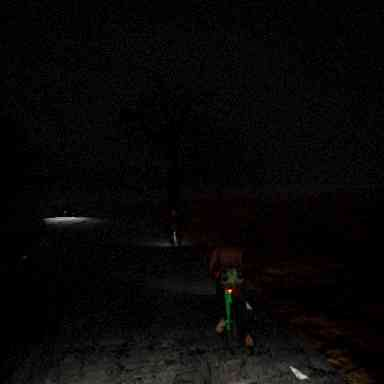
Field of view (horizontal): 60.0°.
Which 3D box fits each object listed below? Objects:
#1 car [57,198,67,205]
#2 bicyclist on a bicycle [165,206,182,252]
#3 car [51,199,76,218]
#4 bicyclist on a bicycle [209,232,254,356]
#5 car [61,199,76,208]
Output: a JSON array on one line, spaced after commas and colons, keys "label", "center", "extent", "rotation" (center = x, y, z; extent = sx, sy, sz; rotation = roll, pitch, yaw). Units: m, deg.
[{"label": "car", "center": [-27.178, 2.037, 69.688], "extent": [1.895, 1.301, 4.718], "rotation": [0, 0, -19]}, {"label": "bicyclist on a bicycle", "center": [-0.754, 1.416, 13.166], "extent": [0.659, 1.776, 1.843], "rotation": [0, 0, -9]}, {"label": "car", "center": [-12.575, 1.712, 32.451], "extent": [1.994, 1.385, 4.181], "rotation": [0, 0, -26]}, {"label": "bicyclist on a bicycle", "center": [0.547, 1.460, 5.137], "extent": [0.582, 1.620, 1.656], "rotation": [0, 0, -1]}, {"label": "car", "center": [-21.183, 1.941, 57.015], "extent": [1.895, 1.301, 4.718], "rotation": [0, -1, -26]}]
